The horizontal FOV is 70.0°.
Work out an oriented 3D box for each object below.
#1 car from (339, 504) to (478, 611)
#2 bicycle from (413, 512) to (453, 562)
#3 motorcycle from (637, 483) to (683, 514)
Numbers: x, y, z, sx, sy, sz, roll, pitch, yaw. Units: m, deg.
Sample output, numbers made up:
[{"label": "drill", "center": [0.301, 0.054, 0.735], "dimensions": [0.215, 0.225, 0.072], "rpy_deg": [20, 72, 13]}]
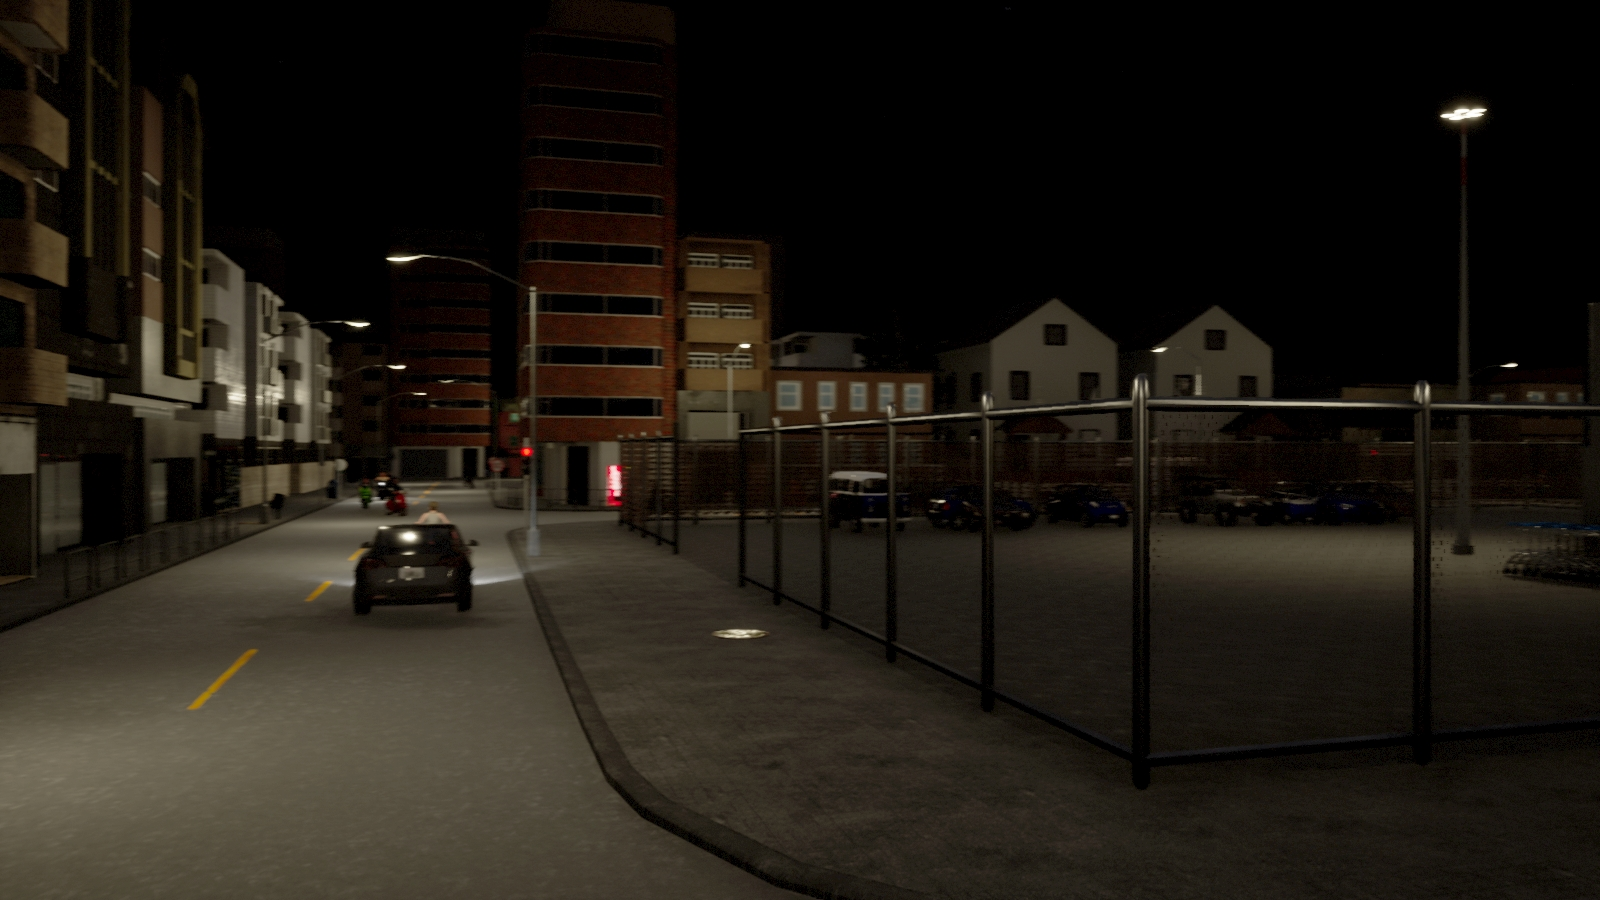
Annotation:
[{"label": "car", "center": [-7.084, 1.866, 21.138], "dimensions": [2.163, 1.488, 4.792], "rpy_deg": [0, 0, -16]}, {"label": "bicycle", "center": [-8.788, 2.066, 27.393], "dimensions": [0.859, 1.080, 1.487], "rpy_deg": [0, 0, -16]}, {"label": "motorcycle", "center": [-5.858, 2.016, 47.739], "dimensions": [1.805, 1.236, 0.856], "rpy_deg": [0, -1, -14]}]
